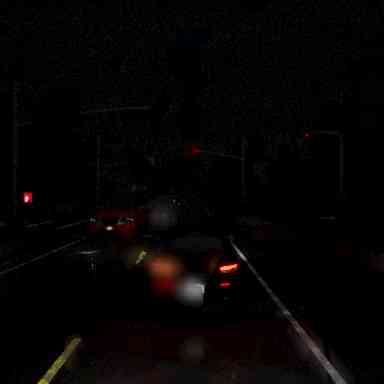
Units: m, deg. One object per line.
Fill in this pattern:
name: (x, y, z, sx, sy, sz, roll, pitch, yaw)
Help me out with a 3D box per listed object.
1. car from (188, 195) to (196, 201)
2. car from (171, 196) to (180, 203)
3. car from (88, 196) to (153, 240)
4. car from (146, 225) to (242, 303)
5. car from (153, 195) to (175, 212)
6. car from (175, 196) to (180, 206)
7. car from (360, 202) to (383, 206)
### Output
car: (0.069, 1.524, 80.886, 2.128, 1.511, 4.902, 0, 0, 0)
car: (-3.440, 1.522, 70.132, 1.812, 1.442, 4.674, 0, 0, 0)
car: (-3.587, 1.221, 17.205, 2.150, 2.045, 5.566, 0, 0, 0)
car: (0.080, 1.526, 8.092, 1.812, 1.442, 4.674, 0, 0, 0)
car: (-3.560, 1.490, 39.323, 2.128, 1.511, 4.902, 0, 0, 0)
car: (-3.543, 1.352, 54.696, 2.097, 1.767, 4.553, 0, 0, 0)
car: (15.563, 1.528, 28.655, 5.357, 1.411, 2.033, 0, 0, -6)
